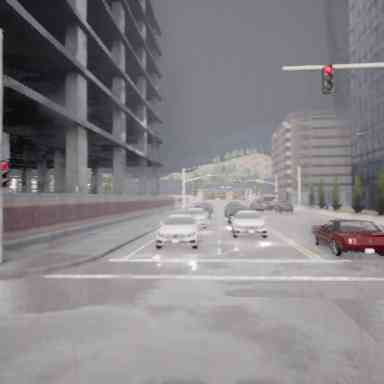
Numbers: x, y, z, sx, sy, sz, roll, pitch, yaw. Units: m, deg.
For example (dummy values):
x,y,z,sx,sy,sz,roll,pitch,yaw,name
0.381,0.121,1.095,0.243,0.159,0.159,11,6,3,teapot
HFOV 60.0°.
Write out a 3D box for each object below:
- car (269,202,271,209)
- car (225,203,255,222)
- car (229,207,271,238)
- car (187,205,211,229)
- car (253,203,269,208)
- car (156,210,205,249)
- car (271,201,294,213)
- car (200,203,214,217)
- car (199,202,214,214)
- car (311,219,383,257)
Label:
x,y,z,sx,sy,sz,roll,pitch,yaw,name
13.506,2.296,55.137,1.812,1.442,4.674,-1,-1,5,car
4.058,1.940,28.594,1.837,1.490,4.892,-1,-1,5,car
3.311,1.822,19.705,1.812,1.442,4.674,-1,-1,5,car
0.262,1.948,25.238,1.812,1.442,4.674,-1,-1,5,car
9.342,2.243,47.834,2.033,1.411,5.357,-1,-1,5,car
-0.503,1.806,16.165,1.812,1.442,4.674,-1,-1,5,car
12.742,2.118,45.907,2.128,1.511,4.902,-1,-1,5,car
1.122,2.072,35.370,2.128,1.511,4.902,-1,-1,5,car
2.142,2.239,46.998,1.882,1.535,5.008,-1,0,5,car
6.354,1.763,13.658,1.895,1.301,4.718,-1,-1,6,car
